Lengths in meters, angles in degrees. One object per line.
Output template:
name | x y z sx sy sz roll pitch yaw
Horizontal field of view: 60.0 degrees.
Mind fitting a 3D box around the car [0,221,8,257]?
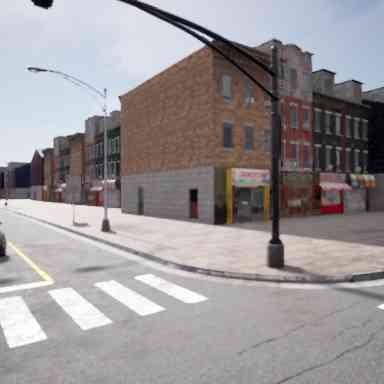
car | -7.883 1.511 11.808 1.994 1.385 4.181 0 0 -36
